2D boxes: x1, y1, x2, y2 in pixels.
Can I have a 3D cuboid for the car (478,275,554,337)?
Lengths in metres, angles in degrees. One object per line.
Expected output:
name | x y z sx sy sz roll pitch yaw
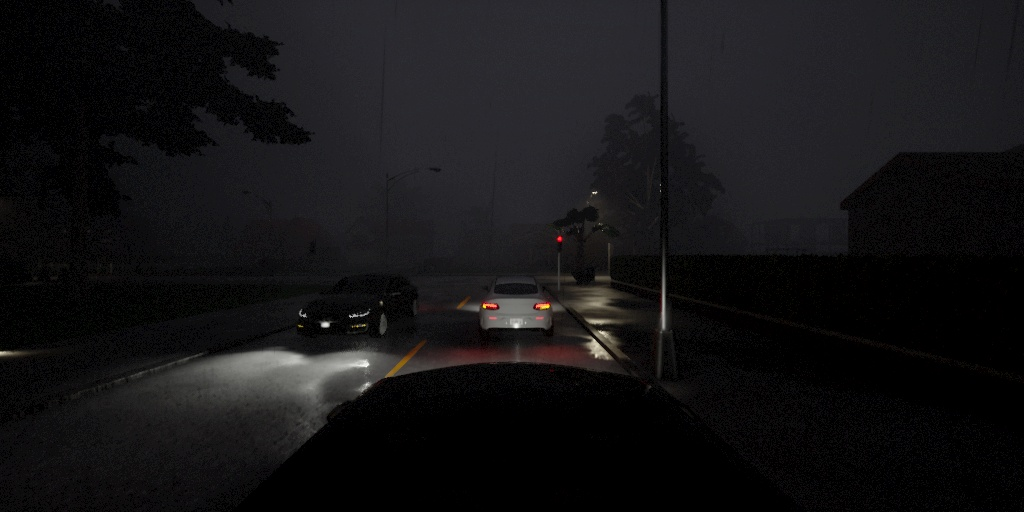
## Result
car | 0.099 1.271 10.156 1.812 1.442 4.674 0 0 0

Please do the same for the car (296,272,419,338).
car | -4.036 1.251 10.221 1.837 1.490 4.892 0 0 1
